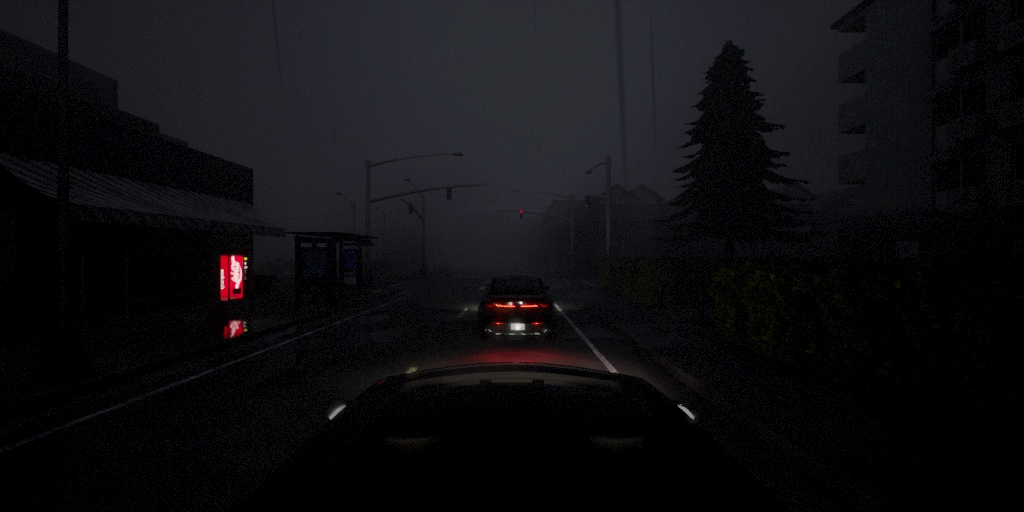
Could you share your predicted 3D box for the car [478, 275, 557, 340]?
[{"bbox_3d":[0.118,1.255,10.022,1.837,1.490,4.892,0,0,0],"label":"car"}]
